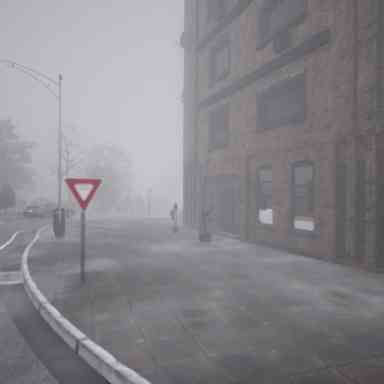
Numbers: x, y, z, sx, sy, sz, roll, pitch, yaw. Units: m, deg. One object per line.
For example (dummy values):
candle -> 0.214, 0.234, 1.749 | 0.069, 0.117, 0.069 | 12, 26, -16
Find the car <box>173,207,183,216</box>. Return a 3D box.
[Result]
car -> -1.013, 2.850, 47.877 | 1.895, 1.301, 4.718 | 1, -3, 32

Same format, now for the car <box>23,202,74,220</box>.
car -> -11.764, 1.515, 27.649 | 1.994, 1.385, 4.181 | 0, -2, 21
